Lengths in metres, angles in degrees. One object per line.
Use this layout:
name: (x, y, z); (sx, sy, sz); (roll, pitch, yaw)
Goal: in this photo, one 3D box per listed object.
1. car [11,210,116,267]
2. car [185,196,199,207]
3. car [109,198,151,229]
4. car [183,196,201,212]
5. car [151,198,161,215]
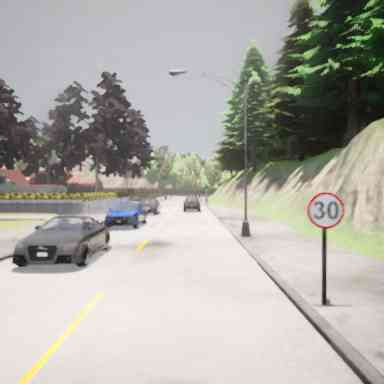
car: (-4.096, 1.507, 11.081); (1.994, 1.385, 4.181); (0, 0, 0)
car: (0.009, 1.282, 47.483); (1.812, 1.442, 4.674); (0, 1, 0)
car: (-4.066, 1.369, 21.084); (1.882, 1.535, 5.008); (0, 0, 1)
car: (-0.001, 1.308, 35.717); (2.128, 1.511, 4.902); (0, 0, 0)
car: (-4.001, 1.332, 31.176); (2.128, 1.511, 4.902); (0, 0, 0)
